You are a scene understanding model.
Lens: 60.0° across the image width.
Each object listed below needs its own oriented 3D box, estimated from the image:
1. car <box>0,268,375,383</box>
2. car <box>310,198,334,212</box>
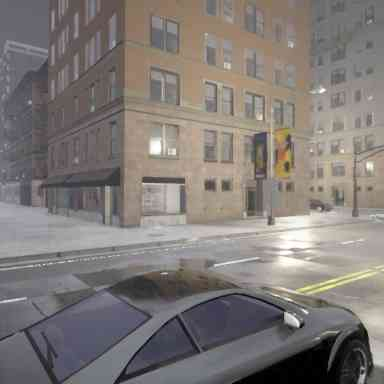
[{"bbox_3d":[0.109,1.564,3.536,4.181,1.385,1.994,0,0,-36],"label":"car"},{"bbox_3d":[13.878,1.486,38.305,1.837,1.490,4.892,0,0,-36],"label":"car"}]
